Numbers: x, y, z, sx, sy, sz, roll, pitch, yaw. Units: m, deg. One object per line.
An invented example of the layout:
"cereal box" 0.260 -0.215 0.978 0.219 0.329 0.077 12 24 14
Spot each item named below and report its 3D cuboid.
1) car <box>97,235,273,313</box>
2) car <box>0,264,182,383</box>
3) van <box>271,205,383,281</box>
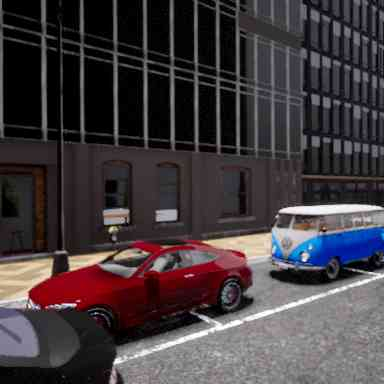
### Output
"car" -0.692 1.559 6.069 4.206 1.307 1.802 -1 0 -36
"car" -2.684 1.503 1.465 4.902 1.511 2.128 -1 0 -36
"van" 3.943 1.273 9.380 3.998 1.788 1.690 -1 0 -36
